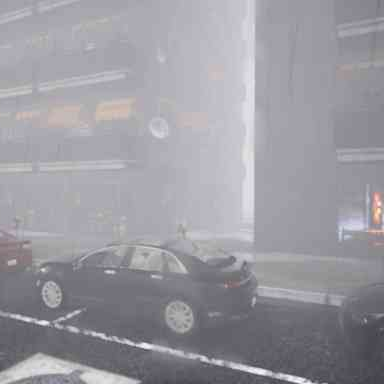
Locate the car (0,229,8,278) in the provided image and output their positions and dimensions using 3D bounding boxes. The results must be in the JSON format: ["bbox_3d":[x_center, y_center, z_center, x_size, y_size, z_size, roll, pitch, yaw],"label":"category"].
[{"bbox_3d":[-6.158,1.465,8.514,4.507,1.381,1.887,0,0,24],"label":"car"}]

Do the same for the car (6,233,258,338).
[{"bbox_3d":[-1.008,1.507,6.237,4.403,1.369,2.008,0,0,24],"label":"car"}]

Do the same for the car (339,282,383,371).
[{"bbox_3d":[4.142,1.558,3.961,4.313,1.339,1.947,0,0,24],"label":"car"}]
